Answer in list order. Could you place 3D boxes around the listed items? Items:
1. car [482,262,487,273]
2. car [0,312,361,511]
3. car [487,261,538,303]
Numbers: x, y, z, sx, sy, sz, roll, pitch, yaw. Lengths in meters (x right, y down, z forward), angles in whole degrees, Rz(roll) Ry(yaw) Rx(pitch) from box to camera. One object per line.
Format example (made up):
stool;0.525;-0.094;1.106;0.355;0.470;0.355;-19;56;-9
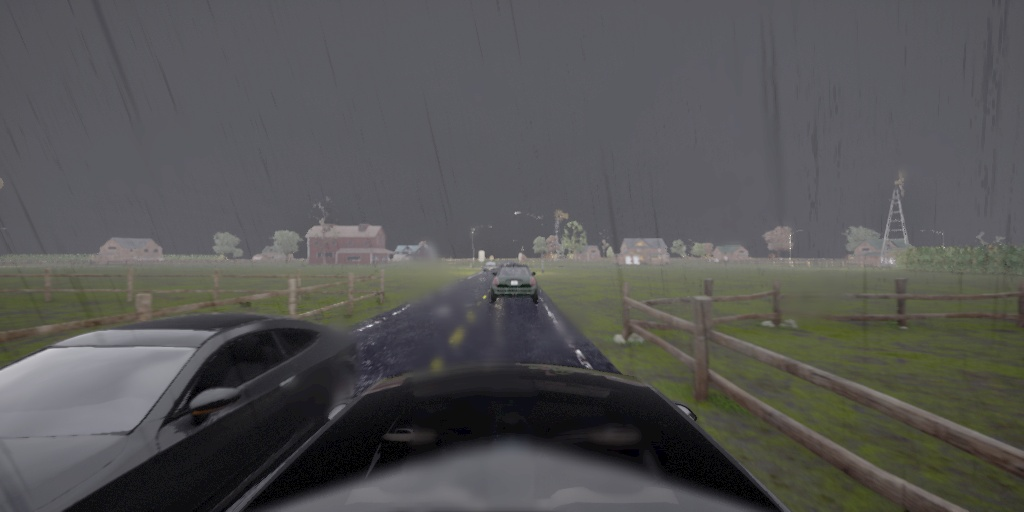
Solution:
car;-2.811;1.453;48.020;1.812;1.442;4.674;0;0;0
car;-2.851;1.280;2.909;1.812;1.442;4.674;0;0;0
car;0.103;1.164;17.312;2.097;1.767;4.553;0;0;0
